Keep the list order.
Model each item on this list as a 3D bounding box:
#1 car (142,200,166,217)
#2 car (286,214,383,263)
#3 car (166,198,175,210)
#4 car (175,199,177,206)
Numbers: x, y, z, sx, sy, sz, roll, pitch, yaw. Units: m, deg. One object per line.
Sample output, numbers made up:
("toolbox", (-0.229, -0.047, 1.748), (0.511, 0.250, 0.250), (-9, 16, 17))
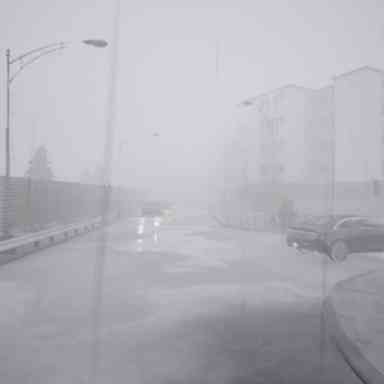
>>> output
("car", (-4.091, 1.745, 34.906), (1.837, 1.490, 4.892), (0, 0, 0))
("car", (5.810, 1.576, 12.119), (4.902, 1.511, 2.128), (0, -1, -19))
("car", (-4.069, 1.883, 48.812), (2.033, 1.411, 5.357), (0, 0, 0))
("car", (-4.001, 1.964, 65.631), (1.882, 1.535, 5.008), (0, 0, 0))
